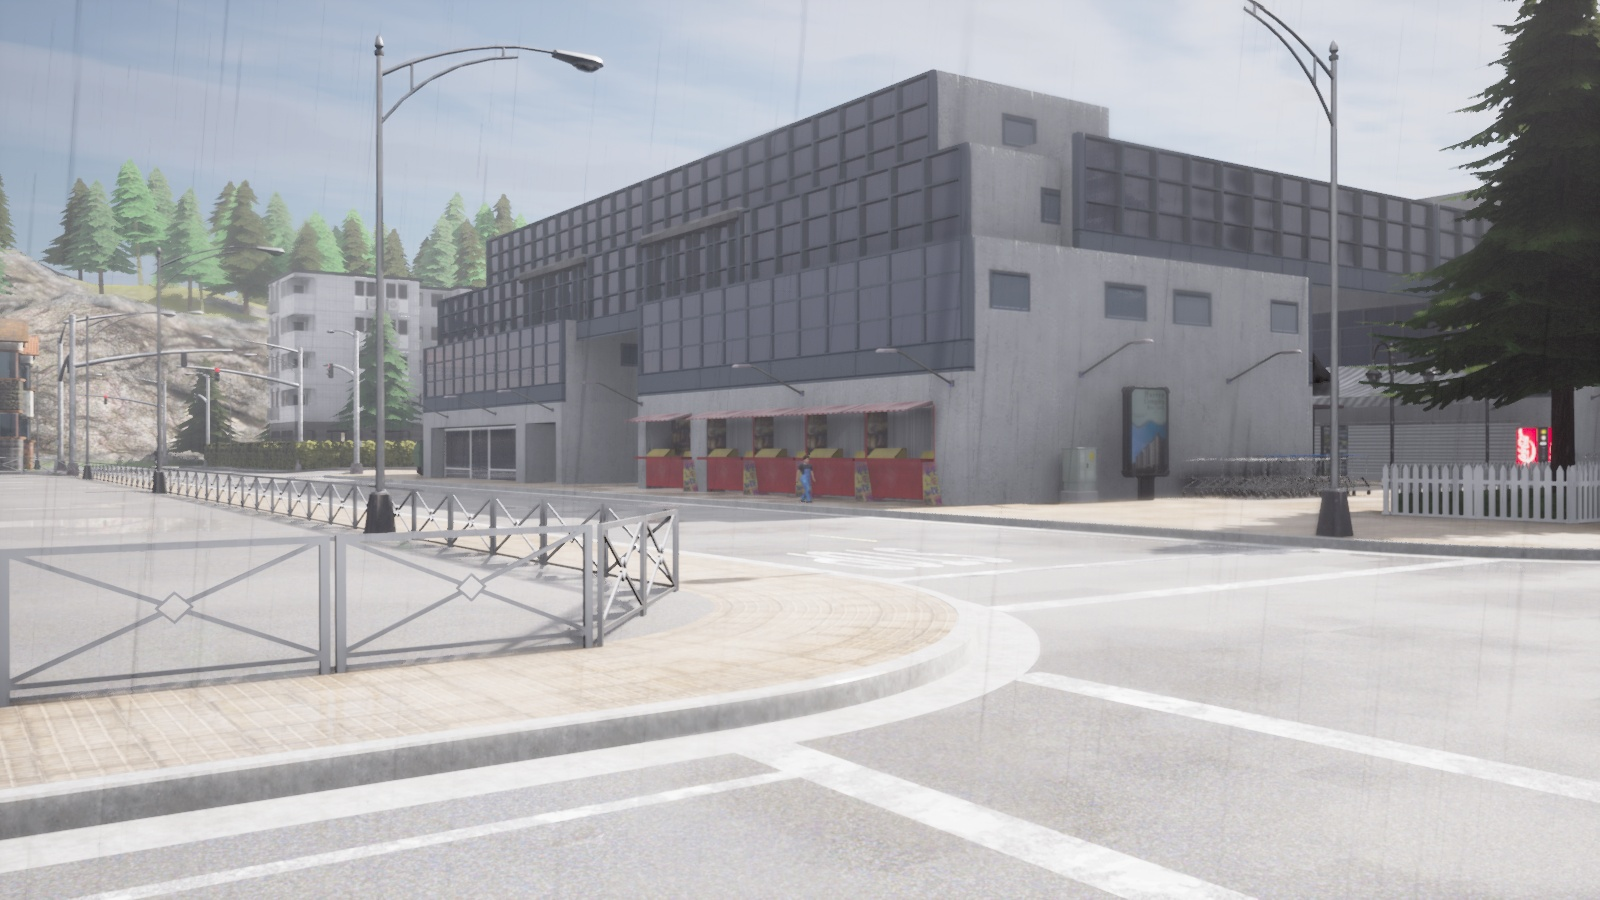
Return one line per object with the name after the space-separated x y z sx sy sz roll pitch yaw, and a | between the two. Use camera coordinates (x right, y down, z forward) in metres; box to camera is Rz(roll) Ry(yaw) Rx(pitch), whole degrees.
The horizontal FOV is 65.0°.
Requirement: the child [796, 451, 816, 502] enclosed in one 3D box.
0.141 0.655 31.040 0.270 1.263 0.437 0 0 -37 | child

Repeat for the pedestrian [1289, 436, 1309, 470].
27.917 0.180 70.270 0.563 1.883 0.849 0 0 -36 | pedestrian
